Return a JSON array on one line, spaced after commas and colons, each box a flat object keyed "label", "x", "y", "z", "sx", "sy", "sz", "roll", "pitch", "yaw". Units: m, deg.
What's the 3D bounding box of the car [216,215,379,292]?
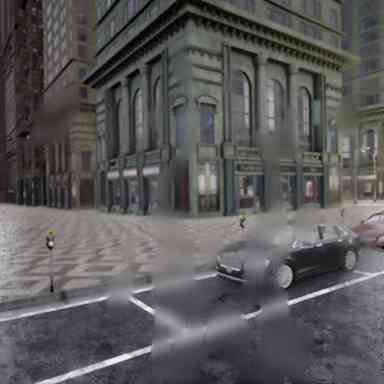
[{"label": "car", "x": 2.582, "y": 1.416, "z": 8.480, "sx": 4.403, "sy": 1.369, "sz": 2.008, "roll": -1, "pitch": 1, "yaw": -35}]

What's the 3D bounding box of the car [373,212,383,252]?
[{"label": "car", "x": 6.994, "y": 1.342, "z": 11.616, "sx": 4.206, "sy": 1.307, "sz": 1.802, "roll": -1, "pitch": 1, "yaw": -35}]
